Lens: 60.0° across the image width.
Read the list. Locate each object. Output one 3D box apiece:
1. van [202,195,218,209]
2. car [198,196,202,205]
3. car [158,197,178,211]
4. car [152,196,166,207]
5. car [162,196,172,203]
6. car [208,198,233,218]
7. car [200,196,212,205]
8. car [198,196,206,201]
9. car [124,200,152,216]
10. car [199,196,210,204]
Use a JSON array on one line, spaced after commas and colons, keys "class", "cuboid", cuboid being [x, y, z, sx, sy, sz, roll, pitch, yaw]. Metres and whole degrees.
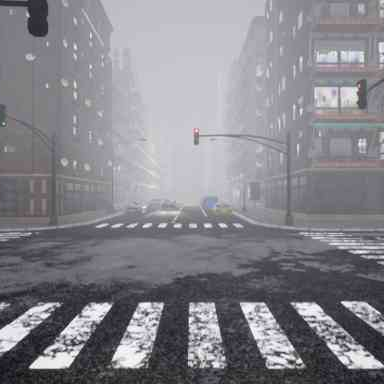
[{"class": "van", "cuboid": [2.553, 1.361, 43.996, 1.690, 1.788, 3.998, 1, 0, 0]}, {"class": "car", "cuboid": [2.513, 1.341, 49.649, 2.192, 1.841, 5.009, 1, 0, 0]}, {"class": "car", "cuboid": [-2.804, 1.616, 42.070, 1.895, 1.301, 4.718, 0, 0, 0]}, {"class": "car", "cuboid": [-5.370, 1.608, 49.581, 1.802, 1.307, 4.206, 1, 0, 0]}, {"class": "car", "cuboid": [-5.398, 1.605, 72.212, 2.008, 1.369, 4.403, 1, 0, 0]}, {"class": "car", "cuboid": [2.666, 1.534, 30.162, 1.752, 1.417, 4.829, 1, 0, 0]}, {"class": "car", "cuboid": [2.498, 1.479, 60.962, 1.967, 1.590, 4.097, 1, 0, 0]}, {"class": "car", "cuboid": [2.467, 1.618, 83.586, 1.887, 1.381, 4.507, 1, 0, 0]}, {"class": "car", "cuboid": [-5.477, 1.561, 32.607, 2.008, 1.369, 4.403, 1, 0, 0]}, {"class": "car", "cuboid": [2.489, 1.597, 66.618, 2.008, 1.369, 4.403, 1, 0, 0]}]
